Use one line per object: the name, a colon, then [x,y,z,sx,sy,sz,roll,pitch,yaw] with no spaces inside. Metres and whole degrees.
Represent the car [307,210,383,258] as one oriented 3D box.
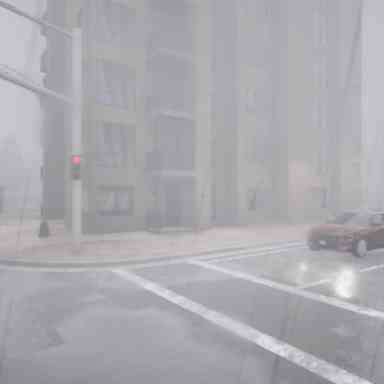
car: [6.550,1.479,12.958,5.008,1.535,1.882,0,0,-36]
